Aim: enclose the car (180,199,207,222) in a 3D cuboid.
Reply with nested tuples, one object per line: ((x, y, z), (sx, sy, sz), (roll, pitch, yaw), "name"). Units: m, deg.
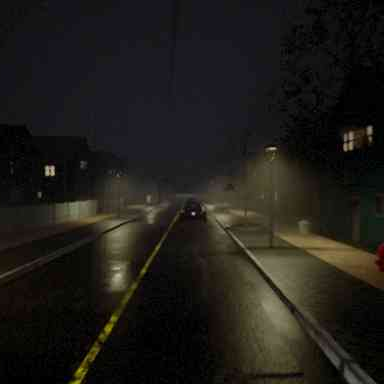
((0.107, 1.518, 25.728), (1.994, 1.385, 4.181), (0, 0, 0), "car")
